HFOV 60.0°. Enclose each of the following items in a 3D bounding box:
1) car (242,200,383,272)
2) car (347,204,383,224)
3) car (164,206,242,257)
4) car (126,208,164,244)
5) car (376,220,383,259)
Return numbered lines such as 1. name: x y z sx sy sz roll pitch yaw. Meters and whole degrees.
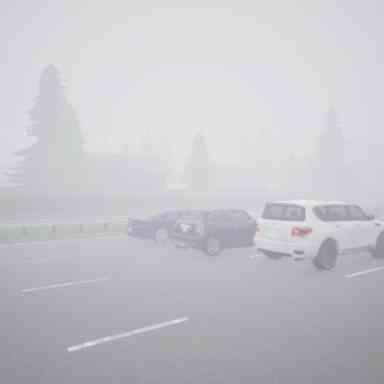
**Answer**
1. car: 4.569 1.280 11.305 5.566 2.045 2.150 0 0 -36
2. car: 14.737 1.724 27.160 4.181 1.385 1.994 0 0 -36
3. car: 1.473 1.403 13.396 4.553 1.767 2.097 0 0 -36
4. car: -0.717 1.528 16.133 5.008 1.535 1.882 0 0 -36
5. car: 7.327 1.556 8.975 4.902 1.511 2.128 0 0 -36
